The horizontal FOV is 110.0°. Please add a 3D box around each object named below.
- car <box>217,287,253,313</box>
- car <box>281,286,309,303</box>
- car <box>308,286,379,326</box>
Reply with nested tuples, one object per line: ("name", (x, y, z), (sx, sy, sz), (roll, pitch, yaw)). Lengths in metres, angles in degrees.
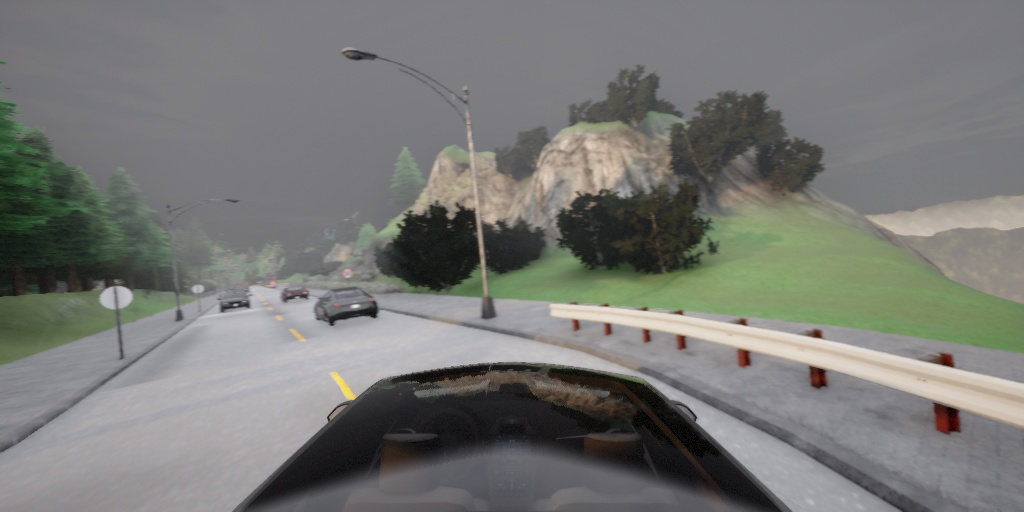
("car", (-21.926, 3.541, 28.462), (1.837, 1.490, 4.892), (-6, 0, -37))
("car", (-19.954, 3.435, 32.843), (1.895, 1.301, 4.718), (-6, 0, -37))
("car", (-7.380, 2.083, 15.789), (1.994, 1.385, 4.181), (-6, 0, -37))
